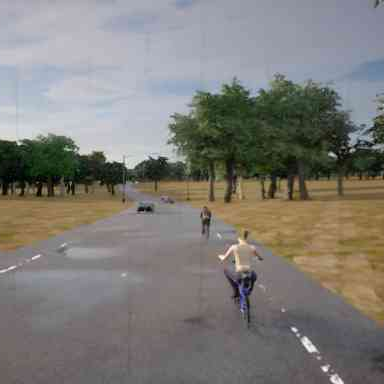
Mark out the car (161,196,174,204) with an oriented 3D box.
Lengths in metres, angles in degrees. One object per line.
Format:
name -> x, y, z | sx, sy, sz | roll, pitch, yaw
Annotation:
car -> -4.698, 1.735, 66.948 | 1.895, 1.301, 4.718 | 0, 0, -8

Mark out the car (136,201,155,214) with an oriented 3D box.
car -> -5.115, 1.697, 37.023 | 1.895, 1.301, 4.718 | 0, 0, -5

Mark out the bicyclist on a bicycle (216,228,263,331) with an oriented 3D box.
bicyclist on a bicycle -> 0.879, 1.441, 5.918 | 0.866, 1.612, 1.509 | 0, 0, -1

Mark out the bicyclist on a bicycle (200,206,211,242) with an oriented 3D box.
bicyclist on a bicycle -> 0.653, 1.473, 15.515 | 0.582, 1.620, 1.656 | 0, 0, -2
